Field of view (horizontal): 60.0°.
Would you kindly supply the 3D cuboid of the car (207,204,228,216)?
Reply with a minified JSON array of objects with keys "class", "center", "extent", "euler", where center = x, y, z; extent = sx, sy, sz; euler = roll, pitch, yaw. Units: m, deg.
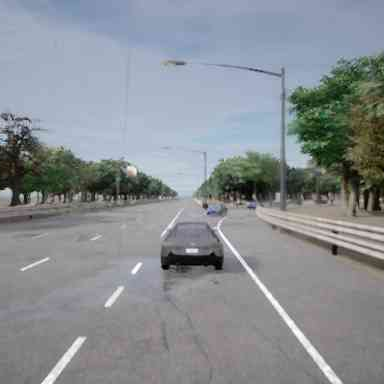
[{"class":"car","center":[3.208,2.157,41.367],"extent":[2.033,1.411,5.357],"euler":[0,-1,16]}]

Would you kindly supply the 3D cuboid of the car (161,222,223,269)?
[{"class":"car","center":[0.004,1.743,11.865],"extent":[1.994,1.385,4.181],"euler":[0,-1,0]}]

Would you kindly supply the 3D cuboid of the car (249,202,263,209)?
[{"class":"car","center":[12.258,2.470,62.258],"extent":[1.994,1.385,4.181],"euler":[-1,-1,31]}]
